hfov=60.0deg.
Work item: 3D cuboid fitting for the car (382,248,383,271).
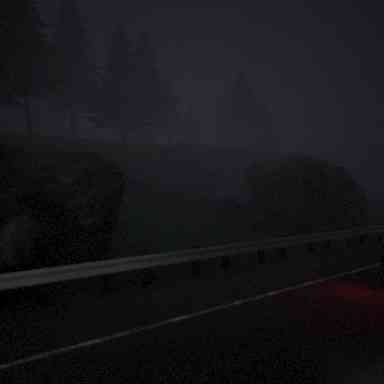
[{"bbox_3d":[6.597,1.468,8.454,4.674,1.442,1.812,0,0,-36],"label":"car"}]
